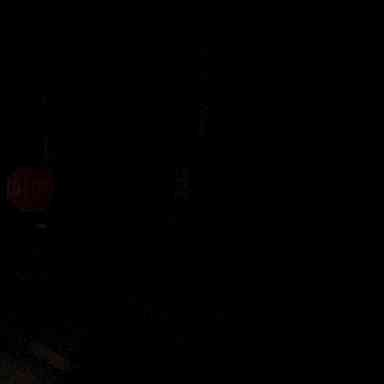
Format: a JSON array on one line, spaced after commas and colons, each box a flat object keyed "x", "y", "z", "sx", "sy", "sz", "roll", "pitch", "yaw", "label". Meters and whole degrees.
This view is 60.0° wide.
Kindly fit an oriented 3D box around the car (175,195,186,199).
[{"x": -3.471, "y": 1.406, "z": 85.851, "sx": 4.193, "sy": 1.474, "sz": 1.816, "roll": 0, "pitch": 0, "yaw": 37, "label": "car"}]
